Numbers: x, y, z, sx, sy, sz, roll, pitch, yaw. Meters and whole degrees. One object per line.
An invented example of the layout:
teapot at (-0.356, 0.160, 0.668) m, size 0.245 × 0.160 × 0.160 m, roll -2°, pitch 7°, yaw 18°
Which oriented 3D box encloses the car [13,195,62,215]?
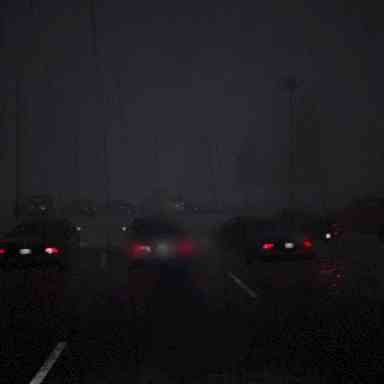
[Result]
car at (-12.273, 1.241, 25.866) m, size 2.150 × 2.045 × 5.566 m, roll 0°, pitch 0°, yaw -38°

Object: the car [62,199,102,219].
car at (-9.760, 1.367, 28.157) m, size 2.097 × 1.767 × 4.553 m, roll 0°, pitch 0°, yaw -38°

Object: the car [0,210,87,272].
car at (-4.797, 1.555, 10.861) m, size 2.033 × 1.411 × 5.357 m, roll 0°, pitch 0°, yaw -13°

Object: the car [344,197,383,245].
car at (8.623, 1.218, 15.356) m, size 2.150 × 2.045 × 5.566 m, roll 0°, pitch 0°, yaw -14°

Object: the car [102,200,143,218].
car at (-6.822, 1.505, 30.088) m, size 2.128 × 1.511 × 4.902 m, roll 0°, pitch 0°, yaw -38°

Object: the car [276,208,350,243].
car at (4.847, 1.504, 15.764) m, size 1.837 × 1.490 × 4.892 m, roll 0°, pitch 0°, yaw -15°

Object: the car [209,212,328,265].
car at (2.158, 1.548, 11.763) m, size 2.033 × 1.411 × 5.357 m, roll 0°, pitch 0°, yaw -13°

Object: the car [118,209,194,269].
car at (-1.313, 1.551, 11.278) m, size 2.033 × 1.411 × 5.357 m, roll 0°, pitch 0°, yaw -13°

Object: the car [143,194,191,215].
car at (-2.833, 1.233, 31.035) m, size 2.150 × 2.045 × 5.566 m, roll 0°, pitch 0°, yaw -35°

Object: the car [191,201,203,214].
car at (-0.754, 1.572, 34.010) m, size 1.994 × 1.385 × 4.181 m, roll 0°, pitch 0°, yaw -37°
